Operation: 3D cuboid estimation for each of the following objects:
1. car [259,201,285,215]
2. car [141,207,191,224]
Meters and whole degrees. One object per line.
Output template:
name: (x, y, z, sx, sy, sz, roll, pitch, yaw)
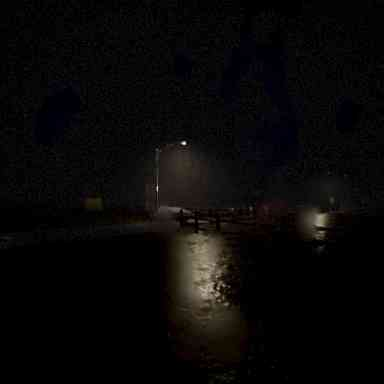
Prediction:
car: (11.946, 2.314, 49.341, 2.150, 2.045, 5.566, -1, -2, 36)
car: (-2.120, 2.040, 29.737, 2.033, 1.411, 5.357, -1, -2, 35)
